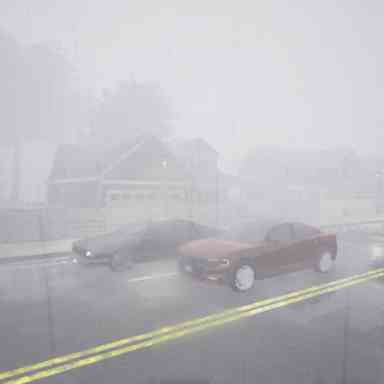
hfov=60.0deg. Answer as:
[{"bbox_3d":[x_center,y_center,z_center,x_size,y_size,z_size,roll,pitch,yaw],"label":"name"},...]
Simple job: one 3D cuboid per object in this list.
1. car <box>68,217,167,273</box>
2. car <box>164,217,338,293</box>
[{"bbox_3d":[-1.095,1.548,10.887,5.357,1.411,2.033,0,0,-35],"label":"car"},{"bbox_3d":[1.951,1.479,9.068,5.008,1.535,1.882,0,0,-35],"label":"car"}]
